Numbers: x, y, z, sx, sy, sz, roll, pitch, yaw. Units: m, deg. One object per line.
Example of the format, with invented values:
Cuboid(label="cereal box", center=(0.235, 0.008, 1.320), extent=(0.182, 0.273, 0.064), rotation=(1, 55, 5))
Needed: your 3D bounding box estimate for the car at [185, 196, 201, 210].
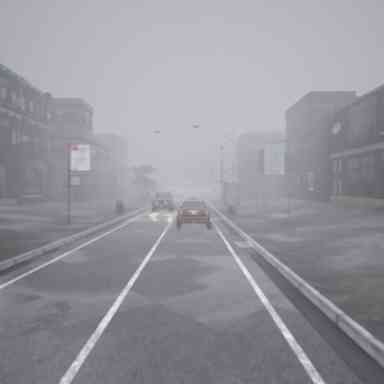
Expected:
Cuboid(label="car", center=(0.103, 1.243, 40.411), extent=(1.837, 1.490, 4.892), rotation=(0, 1, 0))

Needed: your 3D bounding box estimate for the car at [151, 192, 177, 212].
Cuboid(label="car", center=(-3.089, 1.006, 36.123), extent=(2.150, 2.045, 5.566), rotation=(0, 1, 0))

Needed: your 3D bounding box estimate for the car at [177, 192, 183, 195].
Cuboid(label="car", center=(-2.995, 0.725, 78.616), extent=(1.812, 1.442, 4.674), rotation=(0, 0, 0))

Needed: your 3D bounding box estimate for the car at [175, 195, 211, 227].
Cuboid(label="car", center=(0.100, 1.270, 21.966), extent=(2.097, 1.767, 4.553), rotation=(0, 0, 0))
